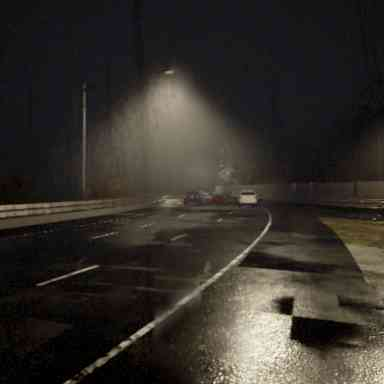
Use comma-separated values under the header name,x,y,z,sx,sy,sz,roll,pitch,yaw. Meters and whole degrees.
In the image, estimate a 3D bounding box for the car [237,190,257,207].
name,x,y,z,sx,sy,sz,roll,pitch,yaw
car,6.965,0.810,42.469,2.150,2.045,5.566,0,1,5

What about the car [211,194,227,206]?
name,x,y,z,sx,sy,sz,roll,pitch,yaw
car,3.581,1.025,44.409,1.882,1.535,5.008,0,1,4

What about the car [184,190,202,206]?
name,x,y,z,sx,sy,sz,roll,pitch,yaw
car,0.158,0.740,45.048,2.150,2.045,5.566,0,1,4
